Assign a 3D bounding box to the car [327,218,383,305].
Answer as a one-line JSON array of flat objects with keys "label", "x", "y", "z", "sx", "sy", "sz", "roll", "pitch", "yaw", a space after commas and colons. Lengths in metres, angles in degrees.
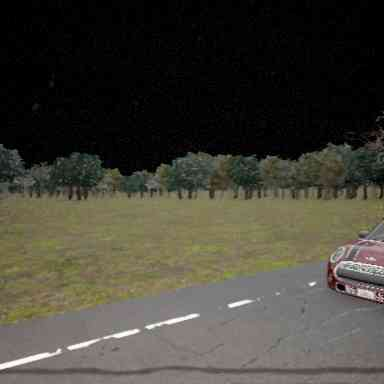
[{"label": "car", "x": 5.149, "y": 1.351, "z": 7.662, "sx": 4.553, "sy": 1.767, "sz": 2.097, "roll": 0, "pitch": 0, "yaw": -35}]
